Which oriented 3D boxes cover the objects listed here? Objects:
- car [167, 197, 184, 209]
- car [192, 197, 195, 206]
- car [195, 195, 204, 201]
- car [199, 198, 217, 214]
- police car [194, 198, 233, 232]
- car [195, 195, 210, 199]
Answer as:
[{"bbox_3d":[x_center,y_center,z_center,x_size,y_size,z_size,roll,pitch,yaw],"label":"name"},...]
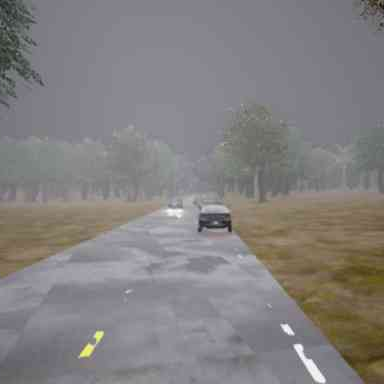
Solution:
[{"bbox_3d":[-2.126,1.402,43.833,2.128,1.511,4.902,0,0,2],"label":"car"},{"bbox_3d":[1.106,1.394,53.712,2.128,1.511,4.902,0,0,1],"label":"car"},{"bbox_3d":[1.619,1.360,74.323,1.895,1.301,4.718,0,0,1],"label":"car"},{"bbox_3d":[1.660,1.432,35.605,1.837,1.490,4.892,0,0,1],"label":"car"},{"bbox_3d":[1.283,1.380,19.718,1.930,1.638,5.238,0,0,1],"label":"police car"},{"bbox_3d":[1.517,1.287,29.578,2.097,1.767,4.553,0,0,1],"label":"car"}]
